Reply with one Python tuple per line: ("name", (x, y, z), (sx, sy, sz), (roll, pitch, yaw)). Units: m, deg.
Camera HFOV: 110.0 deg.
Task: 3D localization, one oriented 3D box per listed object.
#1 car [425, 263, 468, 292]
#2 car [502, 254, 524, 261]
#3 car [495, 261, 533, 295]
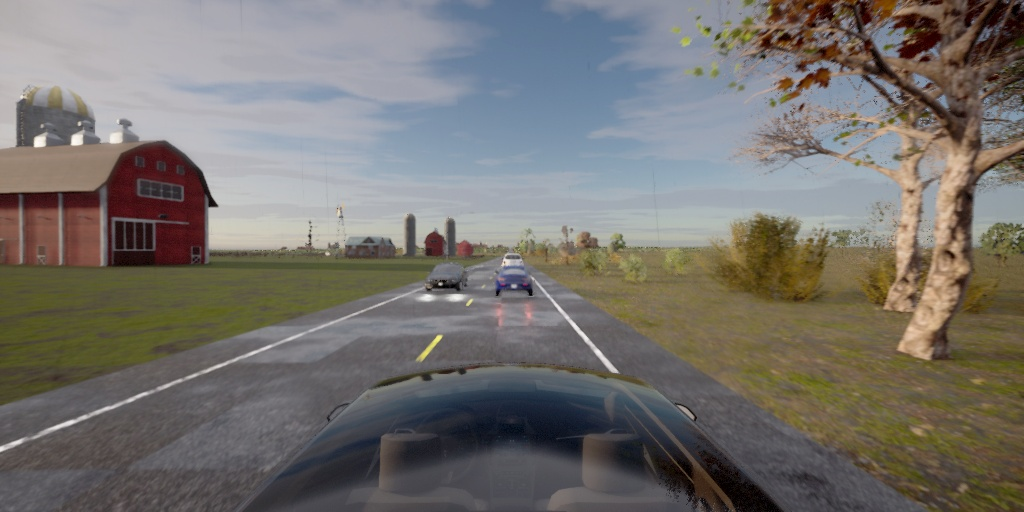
("car", (-3.605, 1.153, 20.491), (1.837, 1.490, 4.892), (0, 0, 0))
("car", (0.085, 0.768, 39.152), (2.150, 2.045, 5.566), (0, 1, 0))
("car", (0.091, 1.184, 18.676), (1.812, 1.442, 4.674), (0, 1, 0))
